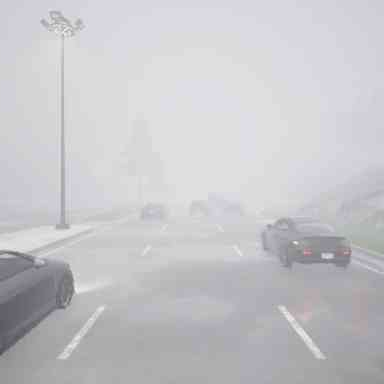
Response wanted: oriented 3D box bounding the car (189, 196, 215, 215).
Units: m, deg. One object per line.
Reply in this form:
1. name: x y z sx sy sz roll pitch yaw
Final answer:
1. car: 0.918 1.504 34.260 1.837 1.490 4.892 0 0 9

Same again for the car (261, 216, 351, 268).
1. car: 3.598 1.525 11.131 1.812 1.442 4.674 0 0 0

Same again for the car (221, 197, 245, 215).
1. car: 4.332 1.525 34.144 1.812 1.442 4.674 0 0 9

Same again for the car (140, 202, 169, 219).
1. car: -3.180 1.564 28.780 1.994 1.385 4.181 0 0 2

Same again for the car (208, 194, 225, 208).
1. car: 3.399 1.221 44.443 2.150 2.045 5.566 0 0 16

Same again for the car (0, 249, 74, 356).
1. car: -3.400 1.563 5.161 1.994 1.385 4.181 0 0 0
